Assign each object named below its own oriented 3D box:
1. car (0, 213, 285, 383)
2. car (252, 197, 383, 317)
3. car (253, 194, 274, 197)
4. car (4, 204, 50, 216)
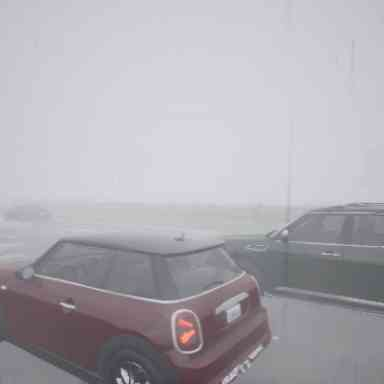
[{"bbox_3d":[-1.265,1.358,4.895,4.553,1.767,2.097,0,0,36],"label":"car"},{"bbox_3d":[2.936,1.224,6.197,5.566,2.045,2.150,0,0,36],"label":"car"},{"bbox_3d":[15.358,1.255,72.312,4.605,1.855,1.932,0,0,35],"label":"car"},{"bbox_3d":[-12.968,1.605,26.146,4.181,1.385,1.994,0,0,36],"label":"car"}]
